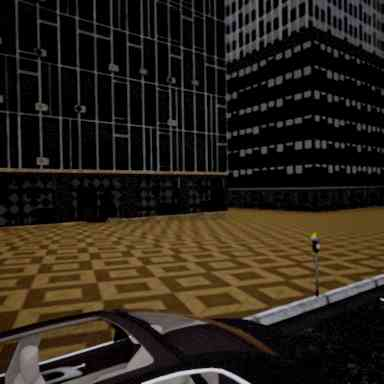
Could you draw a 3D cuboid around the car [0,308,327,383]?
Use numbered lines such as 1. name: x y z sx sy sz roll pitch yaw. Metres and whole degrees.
1. car: -0.990 1.551 1.770 4.403 1.369 2.008 0 -1 -36
